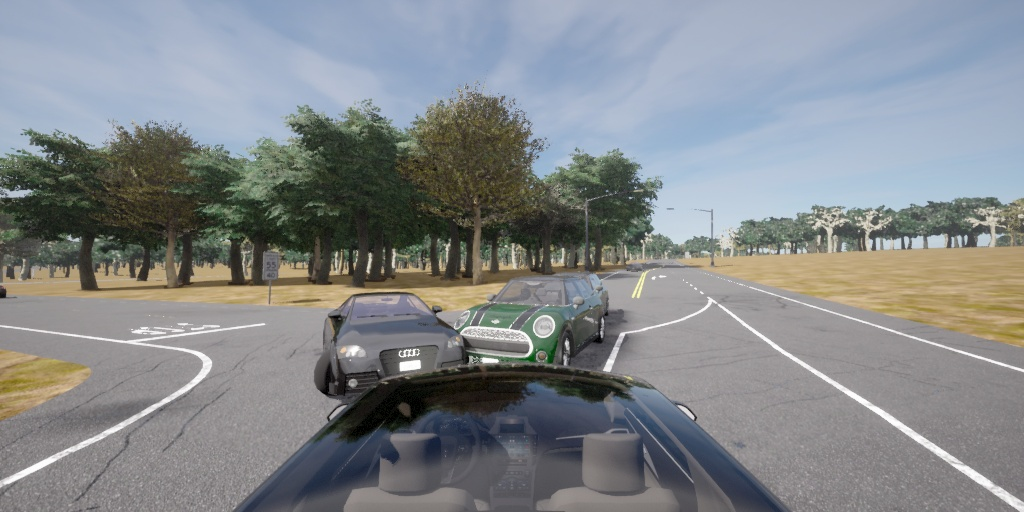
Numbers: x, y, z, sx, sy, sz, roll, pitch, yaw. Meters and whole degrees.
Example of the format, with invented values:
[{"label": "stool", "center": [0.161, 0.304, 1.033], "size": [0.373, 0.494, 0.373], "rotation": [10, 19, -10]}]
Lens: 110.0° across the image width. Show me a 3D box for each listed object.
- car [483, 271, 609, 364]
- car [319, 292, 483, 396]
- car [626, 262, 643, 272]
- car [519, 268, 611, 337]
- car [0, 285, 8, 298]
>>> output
[{"label": "car", "center": [0.616, 1.218, 7.856], "size": [2.097, 1.767, 4.553], "rotation": [-1, -2, 26]}, {"label": "car", "center": [-2.355, 1.376, 6.652], "size": [1.994, 1.385, 4.181], "rotation": [1, -2, -29]}, {"label": "car", "center": [17.453, 1.550, 51.099], "size": [1.994, 1.385, 4.181], "rotation": [-1, 0, 25]}, {"label": "car", "center": [2.024, 1.344, 12.169], "size": [2.097, 1.767, 4.553], "rotation": [-1, -1, 21]}, {"label": "car", "center": [-40.855, 2.561, 27.428], "size": [4.181, 1.385, 1.994], "rotation": [-2, -3, 22]}]
